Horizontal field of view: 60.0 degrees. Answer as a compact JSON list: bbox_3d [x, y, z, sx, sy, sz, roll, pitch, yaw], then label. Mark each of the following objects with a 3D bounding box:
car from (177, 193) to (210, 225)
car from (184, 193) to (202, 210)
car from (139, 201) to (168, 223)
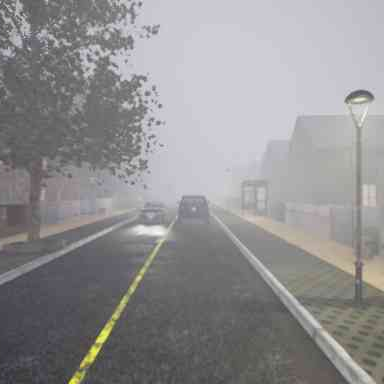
[{"bbox_3d":[0.107,1.184,24.110,2.150,2.045,5.566,0,0,0],"label":"car"},{"bbox_3d":[0.113,1.203,42.727,2.150,2.045,5.566,0,0,0],"label":"car"},{"bbox_3d":[-2.839,1.451,25.255,2.128,1.511,4.902,0,0,0],"label":"car"}]
